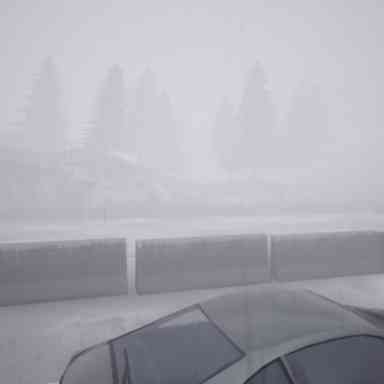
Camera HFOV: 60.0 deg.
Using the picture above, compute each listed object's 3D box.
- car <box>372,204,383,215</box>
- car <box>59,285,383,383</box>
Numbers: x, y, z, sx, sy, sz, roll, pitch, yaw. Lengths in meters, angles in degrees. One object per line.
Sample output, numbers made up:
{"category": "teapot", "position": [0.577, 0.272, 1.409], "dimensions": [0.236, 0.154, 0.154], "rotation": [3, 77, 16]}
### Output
{"category": "car", "position": [18.684, 1.414, 30.217], "dimensions": [4.674, 1.442, 1.812], "rotation": [-1, 0, -17]}
{"category": "car", "position": [1.022, 1.563, 2.720], "dimensions": [4.181, 1.385, 1.994], "rotation": [0, 0, -17]}
